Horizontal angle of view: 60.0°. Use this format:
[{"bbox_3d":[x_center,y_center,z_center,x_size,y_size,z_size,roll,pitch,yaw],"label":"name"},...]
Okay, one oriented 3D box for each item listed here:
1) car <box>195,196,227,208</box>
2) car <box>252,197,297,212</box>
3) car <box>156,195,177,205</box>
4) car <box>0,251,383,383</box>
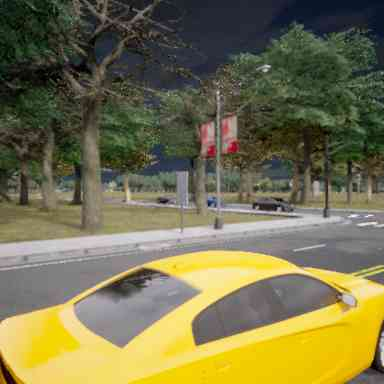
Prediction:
[{"bbox_3d":[2.307,1.219,41.765,1.882,1.535,5.008,0,0,-35],"label":"car"},{"bbox_3d":[8.224,1.260,33.499,1.837,1.490,4.892,0,0,-36],"label":"car"},{"bbox_3d":[-3.612,1.223,50.045,2.128,1.511,4.902,0,0,-35],"label":"car"},{"bbox_3d":[0.564,1.455,3.849,5.008,1.535,1.882,-1,1,-36],"label":"car"}]
